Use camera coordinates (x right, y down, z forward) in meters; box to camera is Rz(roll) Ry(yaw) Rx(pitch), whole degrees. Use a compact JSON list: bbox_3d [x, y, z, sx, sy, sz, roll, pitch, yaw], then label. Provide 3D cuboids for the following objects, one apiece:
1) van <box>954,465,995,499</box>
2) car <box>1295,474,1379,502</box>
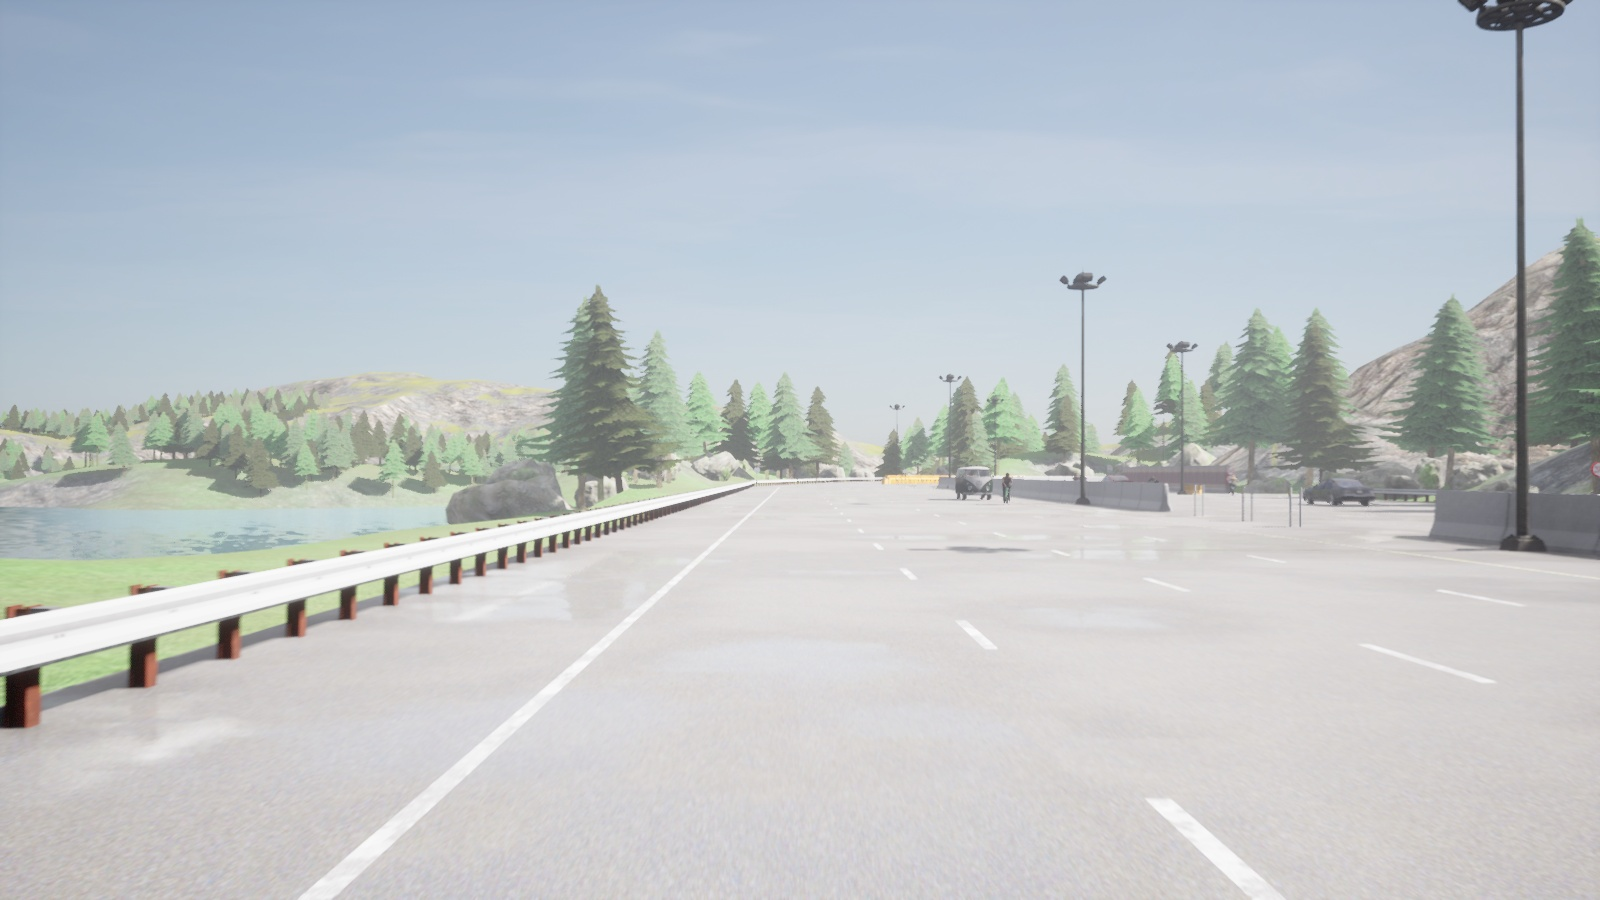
[{"bbox_3d":[10.316,1.885,74.496,1.775,1.987,4.442,0,-1,0],"label":"van"},{"bbox_3d":[27.839,1.942,65.298,2.033,1.411,5.357,0,-1,0],"label":"car"}]
